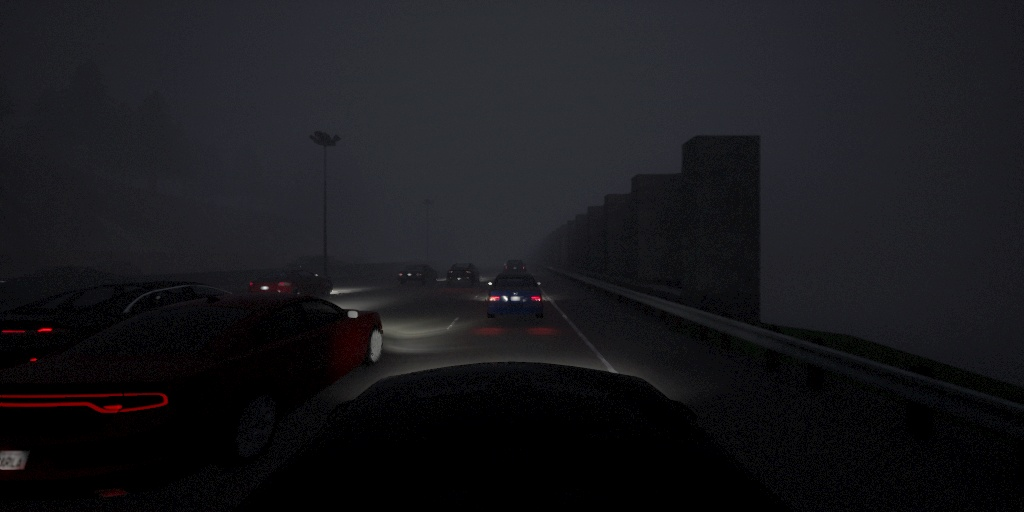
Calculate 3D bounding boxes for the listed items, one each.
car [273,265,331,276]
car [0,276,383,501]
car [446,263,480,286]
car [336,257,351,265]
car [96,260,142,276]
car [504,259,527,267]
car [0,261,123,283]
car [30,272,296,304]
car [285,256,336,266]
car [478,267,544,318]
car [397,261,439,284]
[{"bbox_3d":[-10.397,1.315,17.105,1.994,1.385,4.181,0,0,0],"label":"car"},{"bbox_3d":[-3.400,1.228,4.903,1.882,1.535,5.008,0,0,0],"label":"car"},{"bbox_3d":[-3.346,1.243,25.219,2.128,1.511,4.902,0,0,1],"label":"car"},{"bbox_3d":[-23.912,1.252,47.626,1.837,1.490,4.892,0,1,3],"label":"car"},{"bbox_3d":[-31.511,1.103,27.473,2.097,1.767,4.553,0,0,1],"label":"car"},{"bbox_3d":[0.325,1.103,34.283,2.097,1.767,4.553,0,0,1],"label":"car"},{"bbox_3d":[-24.582,1.229,19.142,1.882,1.535,5.008,0,0,0],"label":"car"},{"bbox_3d":[-6.900,1.242,7.148,2.128,1.511,4.902,0,0,0],"label":"car"},{"bbox_3d":[-20.829,0.976,36.771,2.150,2.045,5.566,0,0,1],"label":"car"},{"bbox_3d":[0.099,1.298,13.022,2.033,1.411,5.357,0,0,0],"label":"car"},{"bbox_3d":[-6.835,1.299,26.527,2.033,1.411,5.357,0,0,1],"label":"car"}]
